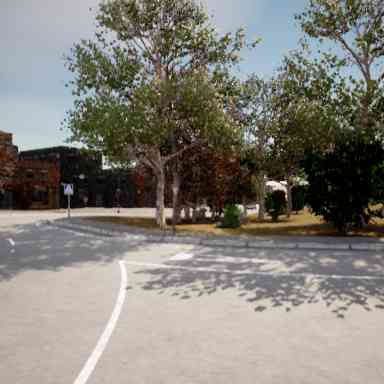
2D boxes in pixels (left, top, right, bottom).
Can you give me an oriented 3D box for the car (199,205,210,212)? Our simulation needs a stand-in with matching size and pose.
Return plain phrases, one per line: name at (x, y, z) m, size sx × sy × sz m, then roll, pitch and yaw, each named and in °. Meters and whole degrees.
car at (3.885, 4.686, 93.762) m, size 2.435 × 2.045 × 5.566 m, roll 0°, pitch -2°, yaw 26°
